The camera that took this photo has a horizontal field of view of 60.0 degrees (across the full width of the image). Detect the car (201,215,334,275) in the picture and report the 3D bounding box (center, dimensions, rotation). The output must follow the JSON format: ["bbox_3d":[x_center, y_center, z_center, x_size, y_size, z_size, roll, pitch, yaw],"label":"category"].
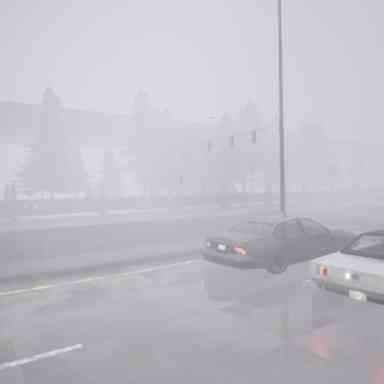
[{"bbox_3d":[2.815,1.416,10.060,5.357,1.411,2.033,-2,1,-36],"label":"car"}]

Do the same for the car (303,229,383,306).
[{"bbox_3d":[4.709,1.474,7.109,4.718,1.301,1.895,-2,1,-35],"label":"car"}]

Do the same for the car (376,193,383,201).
[{"bbox_3d":[26.638,0.498,44.494,4.718,1.301,1.895,-2,1,-35],"label":"car"}]
